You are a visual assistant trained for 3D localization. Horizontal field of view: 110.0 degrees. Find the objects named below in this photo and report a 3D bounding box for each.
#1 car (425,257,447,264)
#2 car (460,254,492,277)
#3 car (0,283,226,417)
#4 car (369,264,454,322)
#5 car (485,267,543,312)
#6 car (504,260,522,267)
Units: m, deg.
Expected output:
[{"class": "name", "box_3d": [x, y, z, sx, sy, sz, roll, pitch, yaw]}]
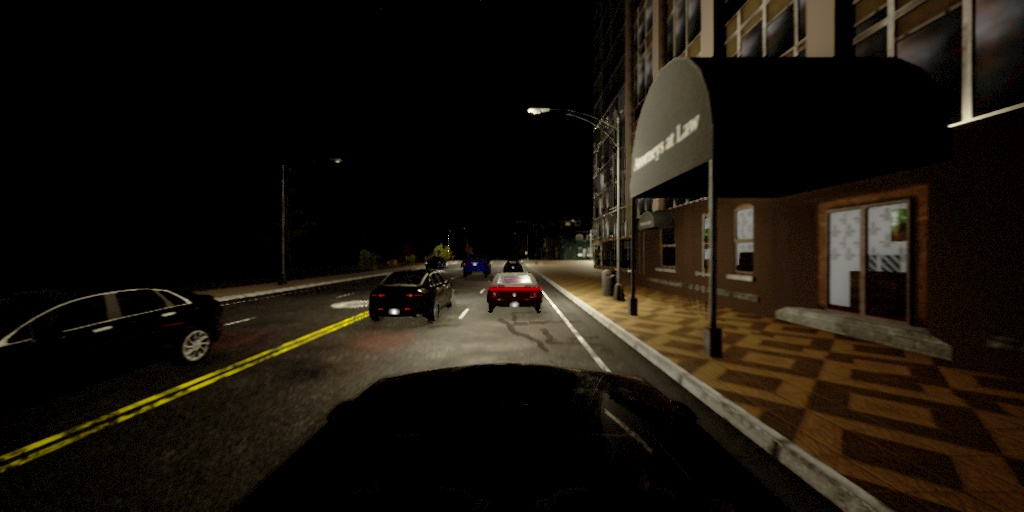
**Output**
[{"class": "car", "box_3d": [-9.800, 0.867, 46.380, 2.097, 1.767, 4.553, 0, 0, 0]}, {"class": "car", "box_3d": [-3.141, 0.808, 32.965, 2.150, 2.045, 5.566, 0, 0, 0]}, {"class": "car", "box_3d": [-6.598, 1.232, 5.076, 1.837, 1.490, 4.892, 0, 2, 0]}, {"class": "car", "box_3d": [-3.155, 1.204, 12.031, 1.837, 1.490, 4.892, 0, 1, 0]}, {"class": "car", "box_3d": [0.091, 1.288, 13.888, 1.895, 1.301, 4.718, 0, 0, 0]}, {"class": "car", "box_3d": [0.110, 1.125, 37.574, 1.994, 1.385, 4.181, 0, 0, 0]}]
